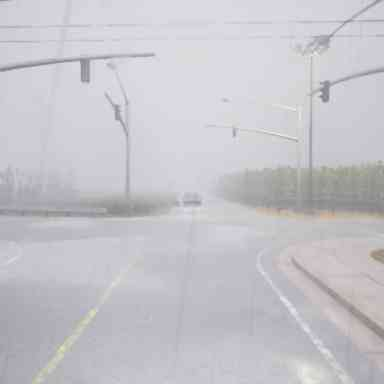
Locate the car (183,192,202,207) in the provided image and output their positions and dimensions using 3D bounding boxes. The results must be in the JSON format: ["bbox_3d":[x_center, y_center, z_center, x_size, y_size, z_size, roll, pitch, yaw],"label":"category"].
[{"bbox_3d":[-0.048,0.694,33.700,2.033,1.411,5.357,0,2,-2],"label":"car"}]
